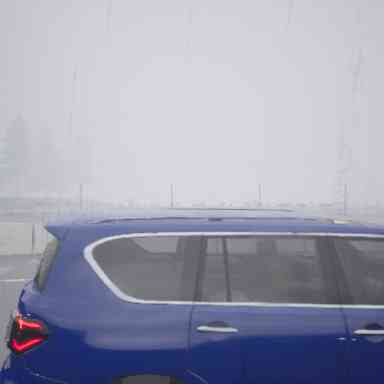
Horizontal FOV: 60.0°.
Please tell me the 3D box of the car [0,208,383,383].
[{"bbox_3d":[1.147,1.218,3.434,5.566,2.045,2.150,0,0,-3],"label":"car"}]
